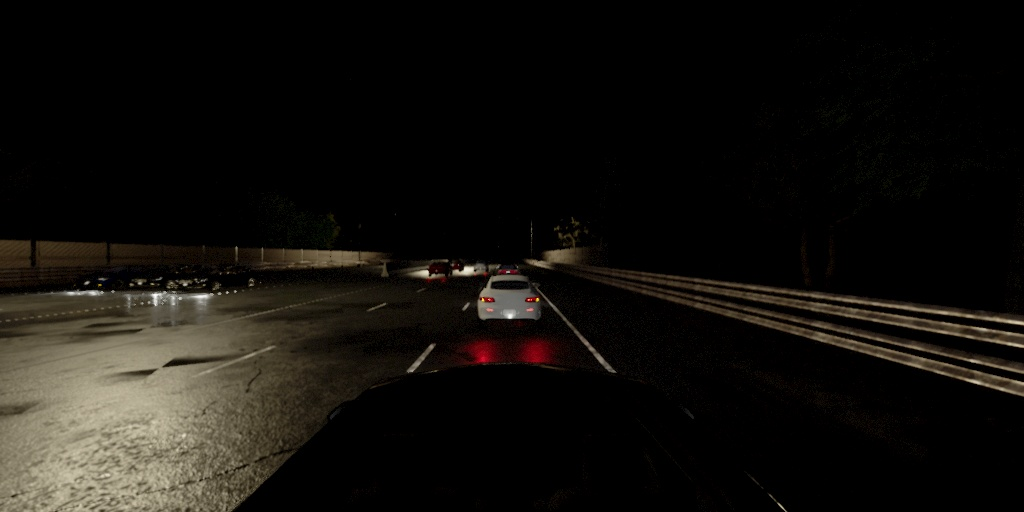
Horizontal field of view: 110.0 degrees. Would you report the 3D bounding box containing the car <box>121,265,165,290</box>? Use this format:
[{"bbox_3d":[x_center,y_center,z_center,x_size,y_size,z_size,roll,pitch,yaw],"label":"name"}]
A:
[{"bbox_3d":[-21.294,1.307,22.893,1.837,1.490,4.892,0,0,-1],"label":"car"}]

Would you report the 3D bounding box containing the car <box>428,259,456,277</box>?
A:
[{"bbox_3d":[-7.389,1.321,37.496,1.882,1.535,5.008,0,0,-1],"label":"car"}]

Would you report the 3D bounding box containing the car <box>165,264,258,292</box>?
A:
[{"bbox_3d":[-17.773,1.305,21.867,1.837,1.490,4.892,0,0,-1],"label":"car"}]

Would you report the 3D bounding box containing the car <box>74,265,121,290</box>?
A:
[{"bbox_3d":[-24.804,1.300,22.874,1.994,1.385,4.181,0,2,-1],"label":"car"}]

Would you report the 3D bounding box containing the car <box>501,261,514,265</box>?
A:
[{"bbox_3d":[-0.376,1.392,31.741,1.994,1.385,4.181,0,0,-1],"label":"car"}]

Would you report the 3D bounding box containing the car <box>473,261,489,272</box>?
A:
[{"bbox_3d":[-4.115,1.399,48.473,1.812,1.442,4.674,0,0,-1],"label":"car"}]

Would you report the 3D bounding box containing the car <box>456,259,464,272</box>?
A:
[{"bbox_3d":[-7.601,1.223,47.854,2.097,1.767,4.553,0,0,-1],"label":"car"}]

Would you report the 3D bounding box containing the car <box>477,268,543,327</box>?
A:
[{"bbox_3d":[-0.068,1.299,11.535,1.812,1.442,4.674,0,0,0],"label":"car"}]

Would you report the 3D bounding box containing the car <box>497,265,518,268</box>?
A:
[{"bbox_3d":[-0.190,1.400,21.248,1.895,1.301,4.718,0,0,-1],"label":"car"}]
